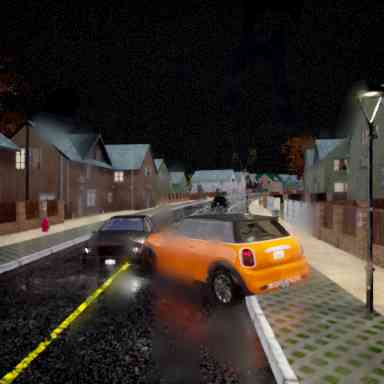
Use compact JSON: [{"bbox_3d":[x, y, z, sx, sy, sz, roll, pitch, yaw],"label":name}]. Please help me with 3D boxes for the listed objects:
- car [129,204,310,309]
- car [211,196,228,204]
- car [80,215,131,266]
[{"bbox_3d":[0.475,1.308,8.273,2.097,1.767,4.553,-2,0,-35],"label":"car"},{"bbox_3d":[3.693,1.278,44.090,1.812,1.442,4.674,0,1,11],"label":"car"},{"bbox_3d":[-2.250,1.530,11.819,2.033,1.411,5.357,0,0,0],"label":"car"}]
